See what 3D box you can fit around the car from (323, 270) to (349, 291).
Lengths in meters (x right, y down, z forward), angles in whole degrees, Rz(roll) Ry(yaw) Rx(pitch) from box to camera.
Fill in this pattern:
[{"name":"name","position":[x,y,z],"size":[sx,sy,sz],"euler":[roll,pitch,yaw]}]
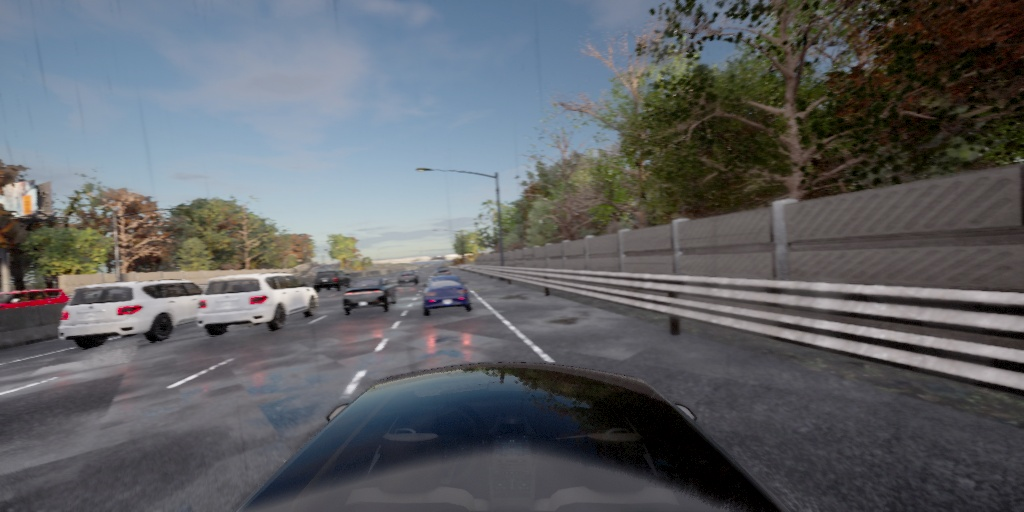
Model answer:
[{"name":"car","position":[-17.263,2.372,34.644],"size":[2.150,2.045,5.566],"euler":[-4,0,-11]}]

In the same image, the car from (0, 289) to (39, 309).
[{"name":"car","position":[-28.909,3.041,20.578],"size":[2.150,2.045,5.566],"euler":[-4,0,-11]}]

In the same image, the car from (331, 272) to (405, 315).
[{"name":"car","position":[-6.640,1.799,17.180],"size":[2.128,1.511,4.902],"euler":[-4,0,-11]}]

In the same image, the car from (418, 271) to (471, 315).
[{"name":"car","position":[-2.847,1.568,15.510],"size":[1.812,1.442,4.674],"euler":[-4,0,-11]}]

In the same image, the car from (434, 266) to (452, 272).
[{"name":"car","position":[-7.924,2.069,40.975],"size":[2.128,1.511,4.902],"euler":[-4,0,-11]}]

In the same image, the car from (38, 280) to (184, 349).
[{"name":"car","position":[-13.002,1.923,13.259],"size":[2.150,2.045,5.566],"euler":[-4,0,-11]}]

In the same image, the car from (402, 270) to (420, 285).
[{"name":"car","position":[-10.519,2.208,36.634],"size":[2.128,1.511,4.902],"euler":[-4,0,-11]}]

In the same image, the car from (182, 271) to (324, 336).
[{"name":"car","position":[-9.598,1.702,14.054],"size":[2.150,2.045,5.566],"euler":[-4,0,-11]}]
